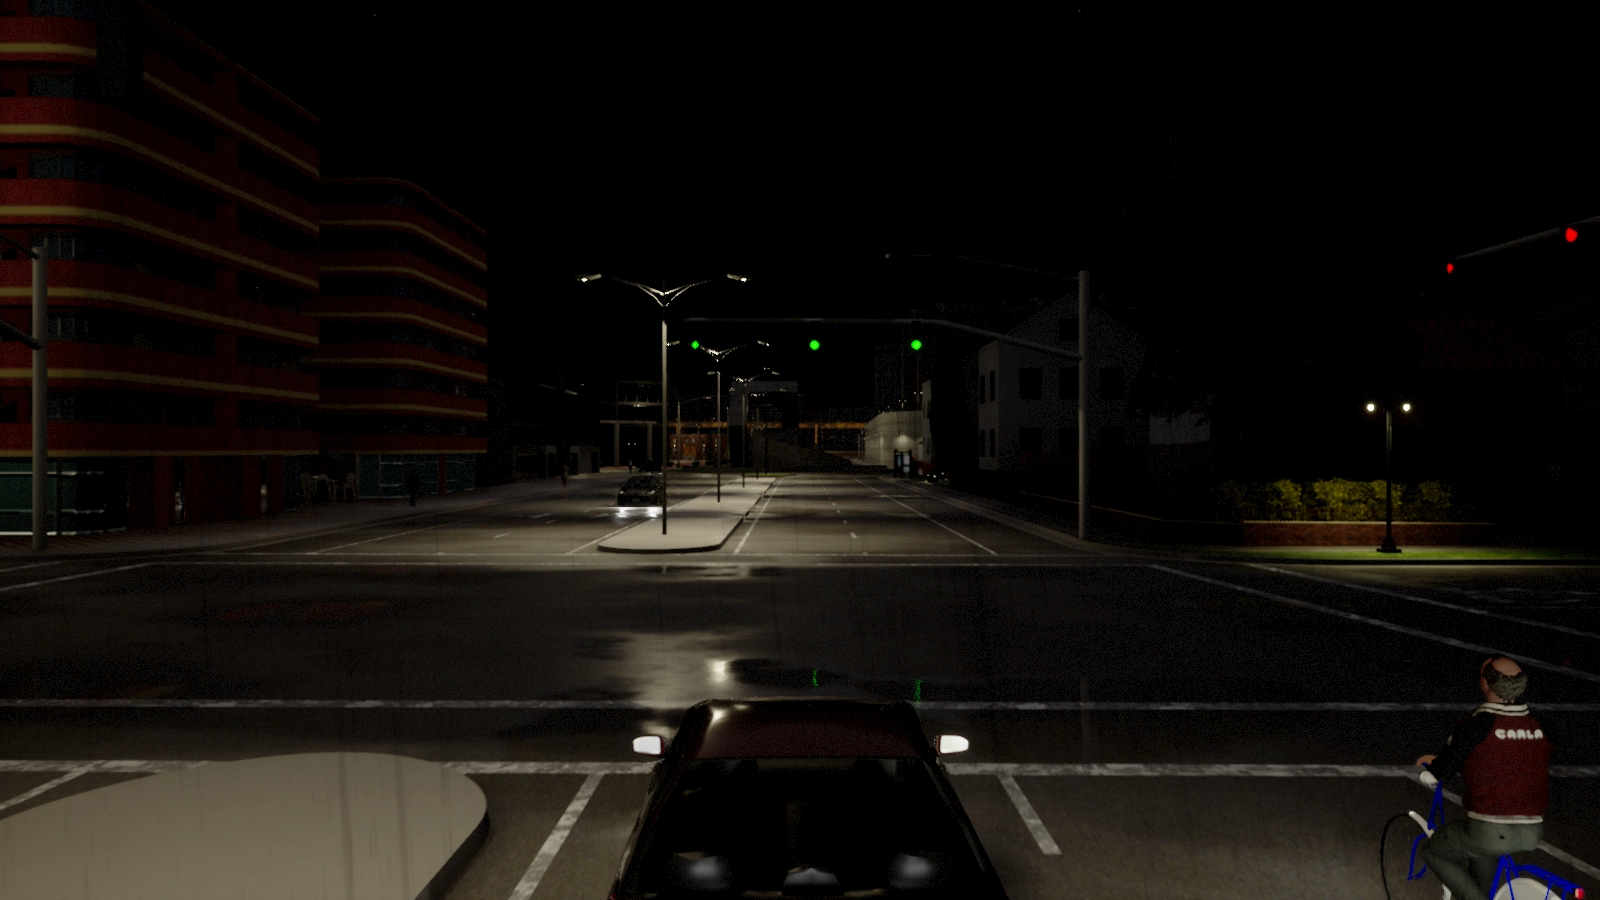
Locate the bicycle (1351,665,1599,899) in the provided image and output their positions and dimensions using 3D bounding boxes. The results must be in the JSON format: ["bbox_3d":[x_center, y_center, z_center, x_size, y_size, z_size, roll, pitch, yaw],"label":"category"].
[{"bbox_3d":[3.495,2.049,5.987,0.329,1.496,1.835,0,0,0],"label":"bicycle"}]

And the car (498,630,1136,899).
[{"bbox_3d":[0.022,2.041,5.854,2.007,1.525,4.514,0,0,-1],"label":"car"}]
